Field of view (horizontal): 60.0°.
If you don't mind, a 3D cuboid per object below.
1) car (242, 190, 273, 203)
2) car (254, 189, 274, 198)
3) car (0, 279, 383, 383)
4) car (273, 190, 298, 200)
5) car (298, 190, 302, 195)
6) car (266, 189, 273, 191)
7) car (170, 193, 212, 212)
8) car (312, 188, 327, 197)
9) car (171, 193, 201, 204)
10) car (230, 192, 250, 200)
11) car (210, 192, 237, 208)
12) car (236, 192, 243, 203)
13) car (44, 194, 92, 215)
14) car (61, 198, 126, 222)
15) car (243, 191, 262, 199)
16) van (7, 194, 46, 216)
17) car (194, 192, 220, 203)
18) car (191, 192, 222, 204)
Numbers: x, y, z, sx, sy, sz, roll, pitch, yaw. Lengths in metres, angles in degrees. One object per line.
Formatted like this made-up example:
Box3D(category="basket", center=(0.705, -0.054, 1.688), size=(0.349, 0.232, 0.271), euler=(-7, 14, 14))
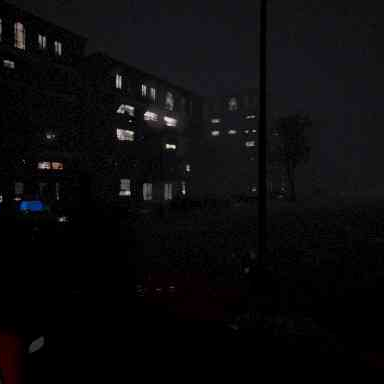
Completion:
Box3D(category="car", center=(9.248, 0.876, 46.598), size=(2.008, 1.369, 4.403), euler=(2, 2, 35))
Box3D(category="car", center=(15.105, 0.227, 69.661), size=(2.192, 1.841, 5.009), euler=(2, 2, 35))
Box3D(category="car", center=(-0.316, 1.544, 3.096), size=(4.507, 1.381, 1.887), euler=(0, 0, 36))
Box3D(category="car", center=(15.711, 0.675, 55.877), size=(1.752, 1.417, 4.829), euler=(2, 2, 35))
Box3D(category="car", center=(27.831, 0.114, 87.947), size=(1.887, 1.381, 4.507), euler=(2, 2, 35))
Box3D(category="car", center=(15.654, 0.424, 60.361), size=(2.097, 1.767, 4.553), euler=(1, 1, 36))
Box3D(category="car", center=(-0.300, 1.132, 32.887), size=(1.887, 1.381, 4.507), euler=(2, 2, 35))
Box3D(category="car", center=(29.070, 0.009, 75.595), size=(2.150, 2.045, 5.566), euler=(1, 1, 35))
Box3D(category="car", center=(-0.811, 0.910, 46.817), size=(1.947, 1.339, 4.313), euler=(2, 2, 35))
Box3D(category="car", center=(8.737, 0.650, 60.527), size=(1.947, 1.339, 4.313), euler=(2, 2, 35))
Box3D(category="car", center=(2.883, 1.051, 37.457), size=(2.008, 1.369, 4.403), euler=(2, 2, 35))
Box3D(category="car", center=(8.059, 0.777, 49.436), size=(1.837, 1.490, 4.892), euler=(1, -1, 35))
Box3D(category="car", center=(-9.930, 1.151, 29.210), size=(1.882, 1.535, 5.008), euler=(1, 1, 35))
Box3D(category="car", center=(-6.664, 1.329, 23.749), size=(1.947, 1.339, 4.313), euler=(2, 2, 35))
Box3D(category="car", center=(11.822, 0.526, 64.956), size=(1.752, 1.417, 4.829), euler=(2, 2, 35))
Box3D(category="van", center=(-13.538, 1.035, 28.531), size=(1.690, 1.788, 3.998), euler=(2, 2, 35))
Box3D(category="car", center=(2.372, 0.808, 51.387), size=(2.008, 1.369, 4.403), euler=(2, 2, 35))
Box3D(category="car", center=(2.141, 0.820, 46.502), size=(1.882, 1.535, 5.008), euler=(1, 1, 35))
